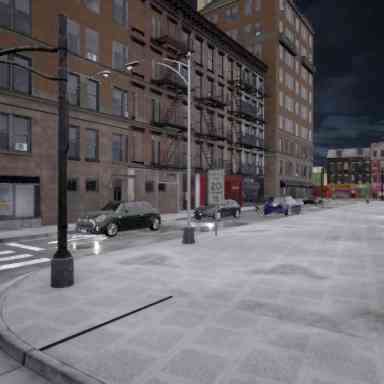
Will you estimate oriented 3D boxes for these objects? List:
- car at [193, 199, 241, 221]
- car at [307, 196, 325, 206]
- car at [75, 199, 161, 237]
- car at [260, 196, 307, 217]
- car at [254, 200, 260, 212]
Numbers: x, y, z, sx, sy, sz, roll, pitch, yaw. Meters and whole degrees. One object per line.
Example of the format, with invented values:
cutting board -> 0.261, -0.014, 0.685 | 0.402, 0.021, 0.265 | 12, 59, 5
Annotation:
car -> 2.008, 1.300, 25.260 | 1.837, 1.490, 4.892 | 0, 1, 36
car -> 16.489, 1.236, 45.240 | 1.895, 1.301, 4.718 | 0, 0, 36
car -> -3.727, 1.218, 17.331 | 2.097, 1.767, 4.553 | 0, 1, 37
car -> 8.055, 1.111, 29.045 | 2.097, 1.767, 4.553 | 0, 1, 36
car -> 7.944, 1.218, 33.503 | 2.128, 1.511, 4.902 | 0, 1, 36
